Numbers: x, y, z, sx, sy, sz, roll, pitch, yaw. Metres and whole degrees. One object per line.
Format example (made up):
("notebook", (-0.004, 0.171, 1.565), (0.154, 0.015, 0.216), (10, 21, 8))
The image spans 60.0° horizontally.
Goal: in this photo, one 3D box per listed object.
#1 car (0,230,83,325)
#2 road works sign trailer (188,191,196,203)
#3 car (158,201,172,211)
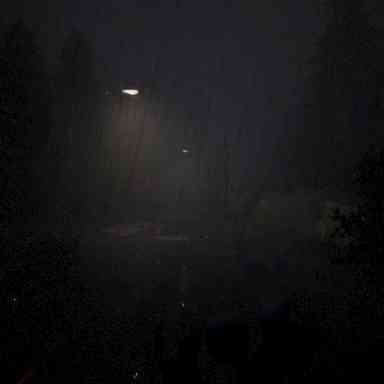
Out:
("car", (-4.103, 1.623, 7.519), (2.033, 1.411, 5.357), (0, -1, 0))
("road works sign trailer", (0.077, 1.407, 95.335), (2.380, 3.560, 2.880), (0, -1, 0))
("car", (-4.010, 2.044, 50.198), (2.033, 1.411, 5.357), (0, -1, 1))
